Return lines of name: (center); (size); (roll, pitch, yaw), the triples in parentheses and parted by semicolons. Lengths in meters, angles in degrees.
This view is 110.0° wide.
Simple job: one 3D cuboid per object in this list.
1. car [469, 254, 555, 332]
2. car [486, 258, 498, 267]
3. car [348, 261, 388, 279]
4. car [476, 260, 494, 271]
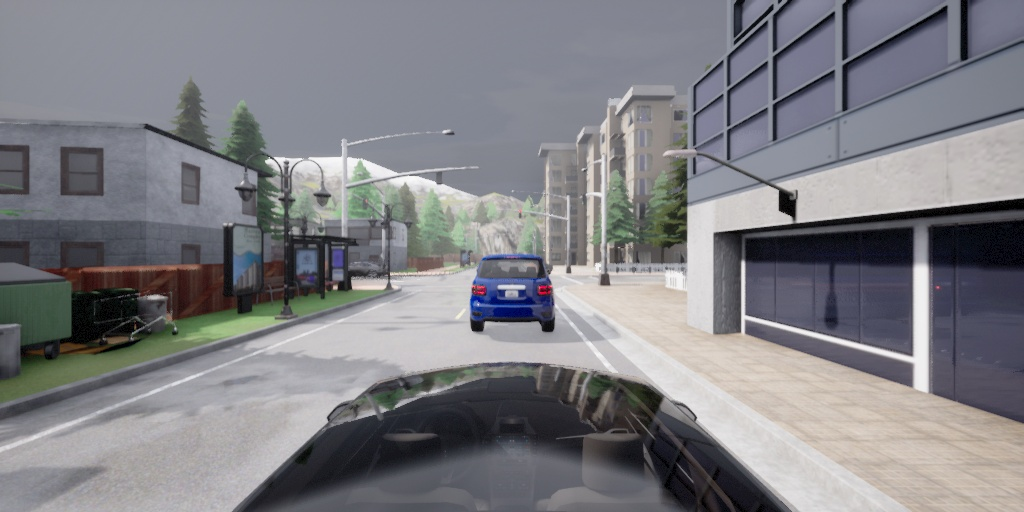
car: (0.050, 0.963, 10.939); (2.150, 2.045, 5.566); (0, 0, 1)
car: (-3.563, 1.173, 64.390); (1.882, 1.535, 5.008); (0, 0, 0)
car: (-12.976, 1.197, 30.335); (4.902, 1.511, 2.128); (0, 0, -3)
car: (-3.598, 1.257, 48.211); (2.033, 1.411, 5.357); (0, 0, 0)
